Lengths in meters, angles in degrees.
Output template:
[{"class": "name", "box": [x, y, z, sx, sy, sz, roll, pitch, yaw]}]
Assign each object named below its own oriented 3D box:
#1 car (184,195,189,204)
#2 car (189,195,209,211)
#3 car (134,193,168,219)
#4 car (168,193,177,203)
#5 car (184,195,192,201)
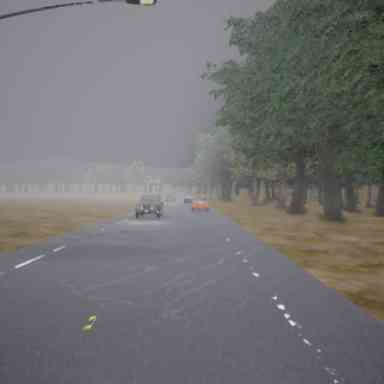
[{"class": "car", "box": [-0.651, 1.480, 63.054, 1.882, 1.535, 5.008, 0, -1, -1]}, {"class": "car", "box": [0.957, 1.368, 40.526, 2.097, 1.767, 4.553, 0, 0, -1]}, {"class": "car", "box": [-3.719, 1.242, 29.898, 2.150, 2.045, 5.566, 0, 0, 0]}, {"class": "car", "box": [-4.301, 1.171, 69.601, 2.150, 2.045, 5.566, 0, 0, -1]}, {"class": "car", "box": [-1.000, 1.394, 78.330, 1.895, 1.301, 4.718, 0, 0, -2]}]
